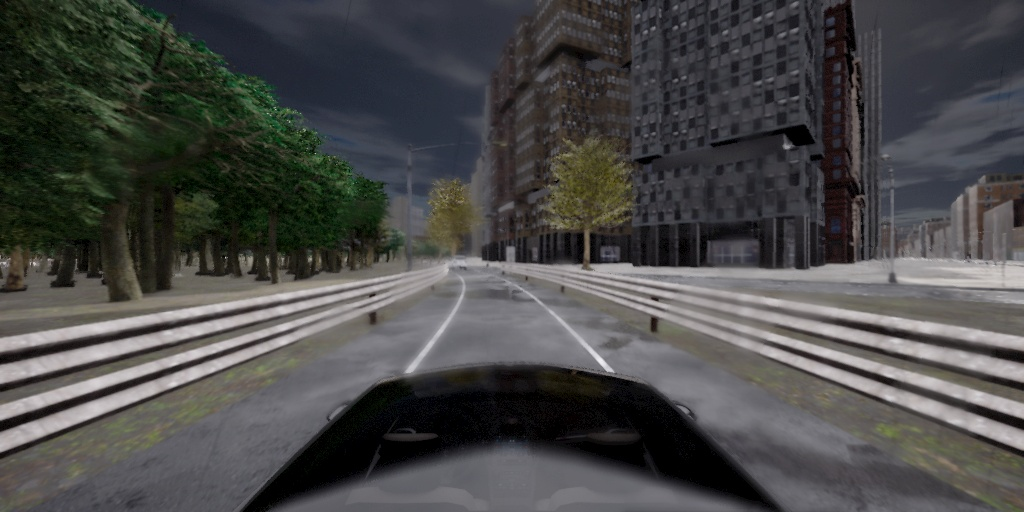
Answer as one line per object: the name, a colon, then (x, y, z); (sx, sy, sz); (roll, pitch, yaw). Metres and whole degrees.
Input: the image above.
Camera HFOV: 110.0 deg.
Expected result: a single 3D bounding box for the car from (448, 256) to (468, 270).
car: (-8.138, 1.040, 53.832); (2.150, 2.045, 5.566); (0, 0, -19)
